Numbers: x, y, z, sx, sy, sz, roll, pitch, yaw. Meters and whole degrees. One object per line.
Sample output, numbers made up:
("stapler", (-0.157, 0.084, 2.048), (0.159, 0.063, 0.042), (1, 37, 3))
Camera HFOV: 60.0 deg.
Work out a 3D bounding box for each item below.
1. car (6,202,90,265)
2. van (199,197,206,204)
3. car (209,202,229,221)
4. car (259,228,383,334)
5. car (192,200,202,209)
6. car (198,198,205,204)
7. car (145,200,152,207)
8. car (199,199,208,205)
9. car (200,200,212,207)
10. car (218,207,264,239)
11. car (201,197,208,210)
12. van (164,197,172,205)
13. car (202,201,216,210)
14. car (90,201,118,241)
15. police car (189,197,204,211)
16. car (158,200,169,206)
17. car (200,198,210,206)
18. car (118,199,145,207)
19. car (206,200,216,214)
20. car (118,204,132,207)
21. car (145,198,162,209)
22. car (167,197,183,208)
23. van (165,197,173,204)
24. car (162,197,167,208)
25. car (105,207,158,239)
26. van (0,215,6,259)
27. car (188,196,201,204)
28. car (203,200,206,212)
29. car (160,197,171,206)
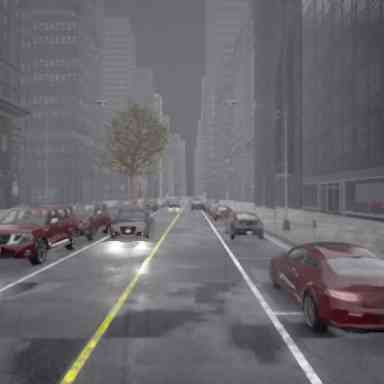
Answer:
("car", (-5.781, 1.433, 12.349), (2.192, 1.841, 5.009), (0, -1, 0))
("van", (2.641, 2.181, 86.173), (1.690, 1.788, 3.998), (0, -1, 0))
("car", (2.720, 1.860, 29.397), (1.802, 1.307, 4.206), (0, -1, 0))
("car", (2.752, 1.646, 6.688), (1.802, 1.307, 4.206), (0, -1, 0))
("car", (0.820, 2.078, 57.482), (1.812, 1.442, 4.674), (0, -1, 0))
("car", (2.633, 2.443, 91.848), (1.887, 1.381, 4.507), (0, -1, 0))
("car", (-5.812, 1.884, 35.055), (2.008, 1.369, 4.403), (0, -1, 0))
("car", (2.649, 2.333, 80.493), (2.008, 1.369, 4.403), (0, -1, 0))
("car", (2.673, 2.162, 63.461), (2.008, 1.369, 4.403), (0, -1, 0))
("car", (2.736, 1.721, 18.043), (2.008, 1.369, 4.403), (0, -1, 0))
("car", (2.696, 1.883, 46.430), (1.967, 1.590, 4.097), (0, -1, 0))
("van", (-5.876, 2.124, 80.474), (1.690, 1.788, 3.998), (0, -1, 0))
("car", (2.689, 2.065, 52.107), (1.947, 1.339, 4.313), (0, -1, 0))
("car", (-5.789, 1.486, 18.026), (2.192, 1.841, 5.009), (0, -1, 0))
("police car", (0.833, 1.880, 47.593), (1.930, 1.638, 5.238), (0, -1, 0))
("car", (-5.860, 2.251, 69.118), (1.802, 1.307, 4.206), (0, -1, 0))
("car", (2.665, 2.108, 69.139), (1.967, 1.590, 4.097), (0, -1, 0))
("car", (-5.805, 1.594, 29.380), (2.192, 1.841, 5.009), (0, -1, 0))
("car", (2.712, 1.859, 35.245), (1.752, 1.417, 4.829), (0, -1, 0))
("car", (-5.797, 1.791, 23.701), (1.947, 1.339, 4.313), (0, -1, 0))
("car", (-5.829, 1.758, 46.411), (2.192, 1.841, 5.009), (0, -1, 0))
("car", (-3.136, 2.130, 58.843), (1.994, 1.385, 4.181), (0, -1, 0))
("van", (-5.884, 2.182, 86.152), (1.690, 1.788, 3.998), (0, -1, 0))
("car", (-5.844, 2.079, 57.594), (1.752, 1.417, 4.829), (0, -1, 0))
("car", (-3.127, 1.737, 18.246), (1.994, 1.385, 4.181), (0, -1, 0))
("van", (-5.773, 1.406, 6.671), (1.690, 1.788, 3.998), (0, -1, 0))
("car", (0.641, 1.960, 63.444), (2.097, 1.767, 4.553), (0, -1, 0))
("car", (2.704, 1.969, 40.751), (1.802, 1.307, 4.206), (0, -1, 0))
("car", (-5.868, 2.041, 74.797), (2.192, 1.841, 5.009), (0, -1, 0))
